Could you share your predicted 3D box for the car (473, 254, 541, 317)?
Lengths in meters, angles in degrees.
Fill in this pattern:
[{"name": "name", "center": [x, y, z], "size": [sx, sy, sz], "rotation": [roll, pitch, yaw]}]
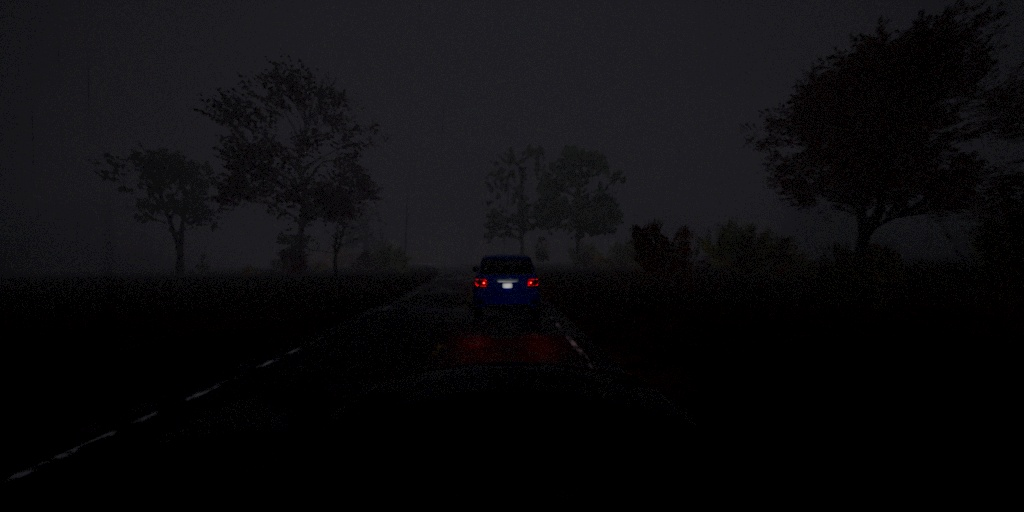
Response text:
[{"name": "car", "center": [-0.269, 0.968, 13.259], "size": [2.150, 2.045, 5.566], "rotation": [0, 0, -3]}]
